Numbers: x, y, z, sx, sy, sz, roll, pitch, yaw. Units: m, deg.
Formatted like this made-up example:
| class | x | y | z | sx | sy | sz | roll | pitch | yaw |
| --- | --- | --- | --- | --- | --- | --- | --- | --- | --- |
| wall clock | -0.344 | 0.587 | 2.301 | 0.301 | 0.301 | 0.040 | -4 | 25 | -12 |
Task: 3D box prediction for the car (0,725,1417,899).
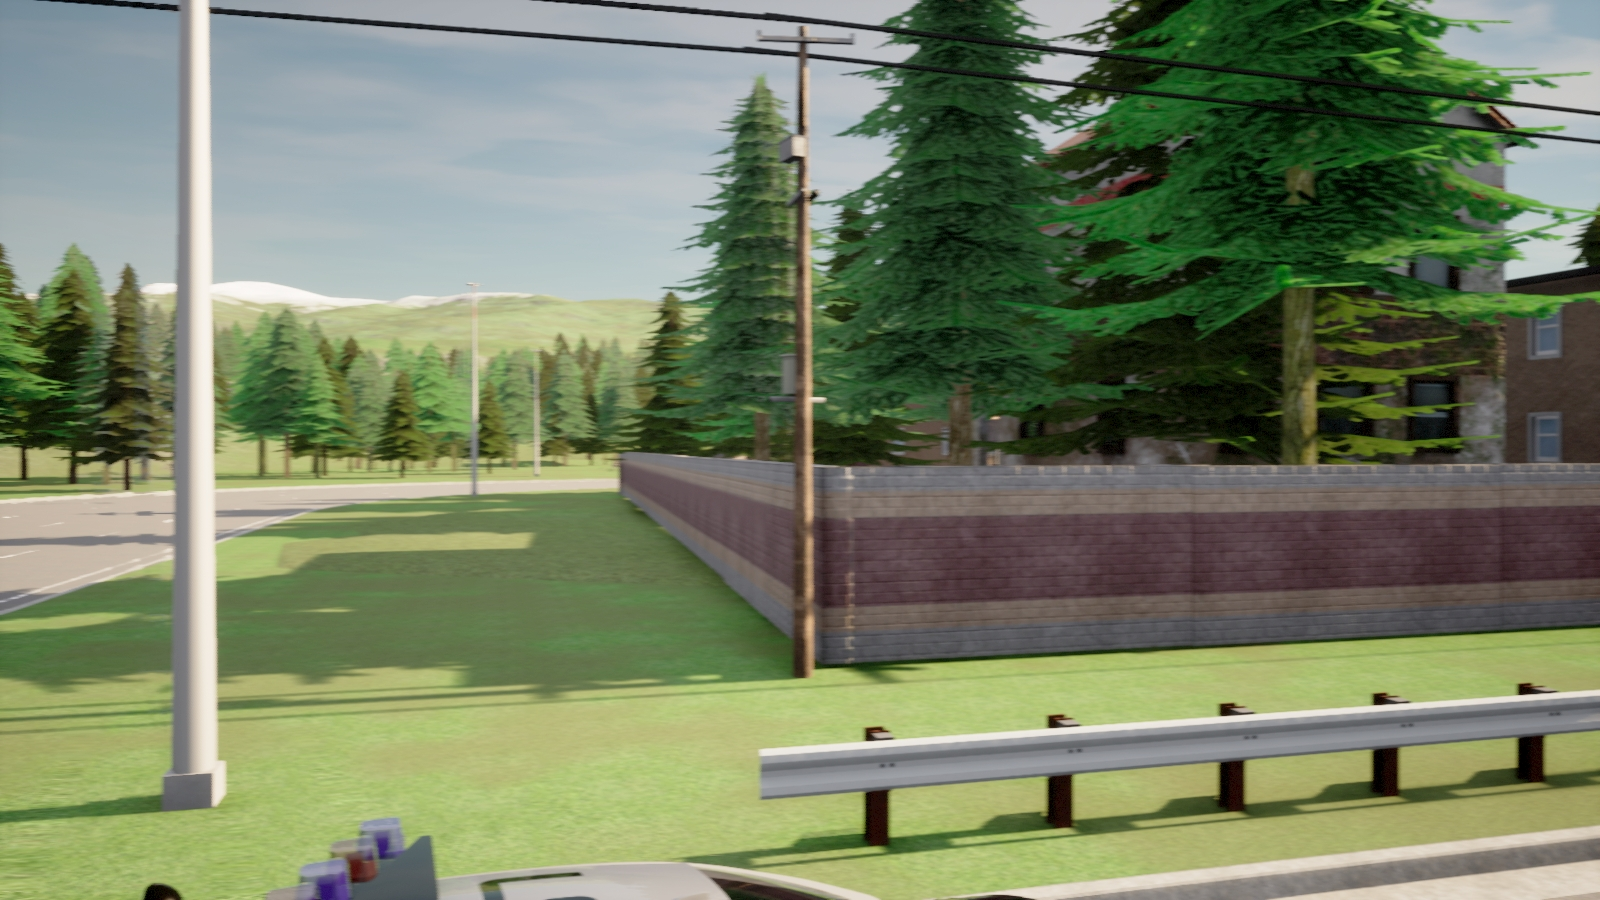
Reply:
| class | x | y | z | sx | sy | sz | roll | pitch | yaw |
| --- | --- | --- | --- | --- | --- | --- | --- | --- | --- |
| car | -1.201 | 1.975 | 2.930 | 5.238 | 1.638 | 2.097 | 0 | 0 | -20 |
